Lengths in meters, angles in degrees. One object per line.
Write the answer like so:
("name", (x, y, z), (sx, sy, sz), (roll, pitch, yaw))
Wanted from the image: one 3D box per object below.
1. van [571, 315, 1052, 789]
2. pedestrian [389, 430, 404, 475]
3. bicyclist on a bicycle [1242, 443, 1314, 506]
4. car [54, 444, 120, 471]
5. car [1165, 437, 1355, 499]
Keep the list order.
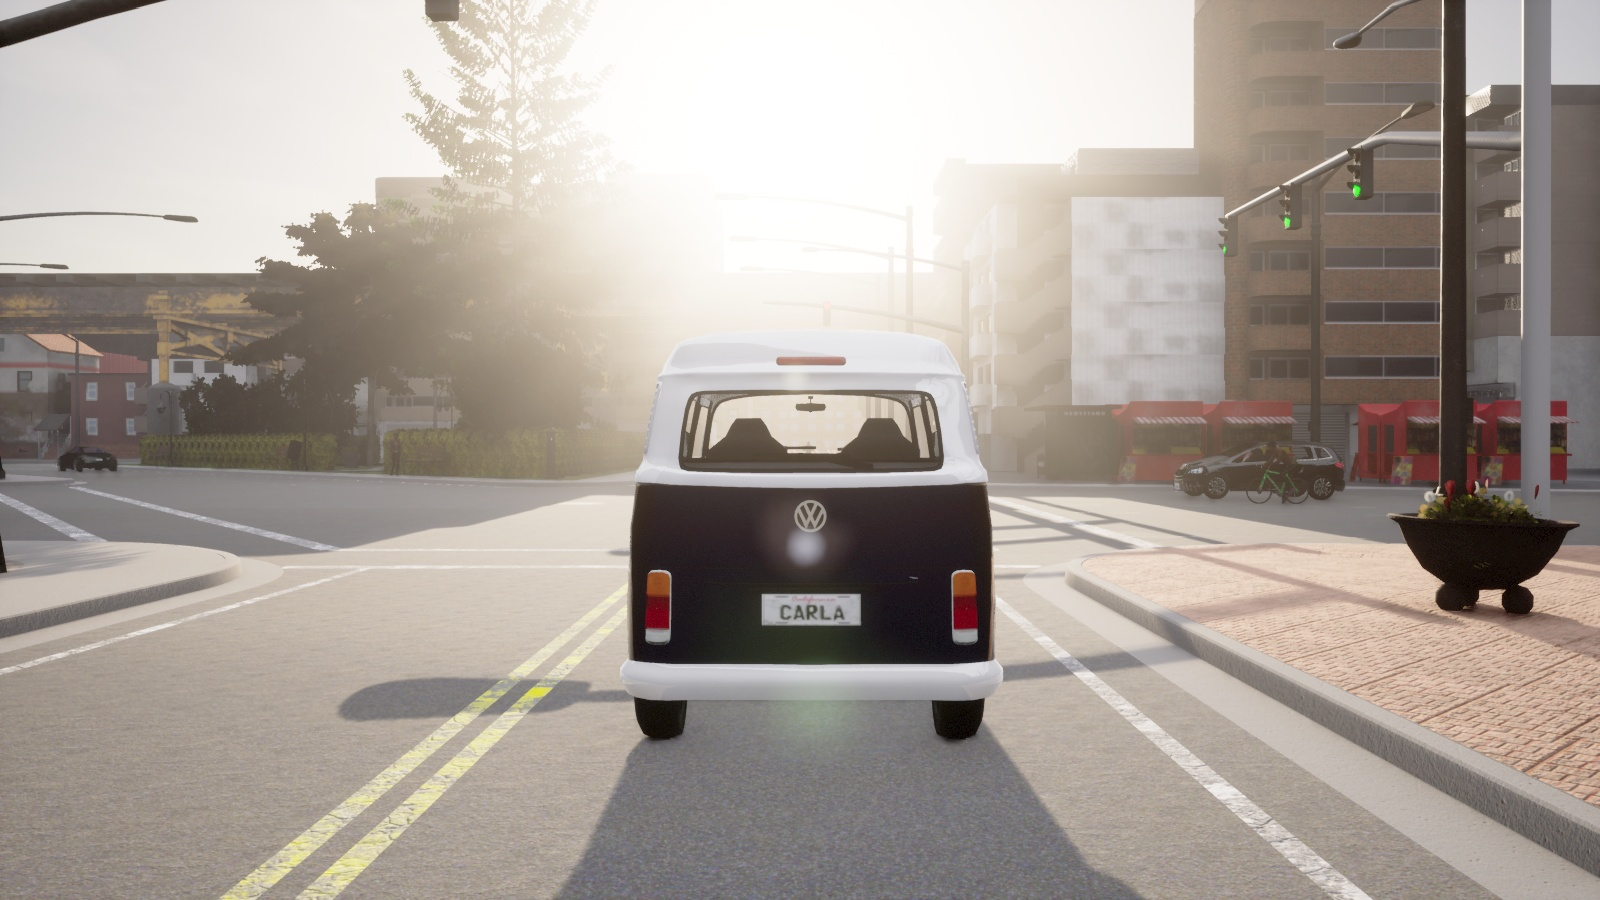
("van", (0.066, 0.427, 7.651), (2.069, 2.038, 4.480), (0, 0, 0))
("pedestrian", (-16.486, 0.099, 51.284), (0.328, 1.805, 0.869), (0, 0, -36))
("bicyclist on a bicycle", (12.392, 0.626, 32.583), (1.656, 1.620, 0.582), (0, 0, 0))
("car", (-38.100, 0.401, 67.068), (4.181, 1.385, 1.994), (0, 0, 45))
("car", (13.121, 0.503, 36.080), (4.611, 1.667, 2.242), (1, 0, 0))
